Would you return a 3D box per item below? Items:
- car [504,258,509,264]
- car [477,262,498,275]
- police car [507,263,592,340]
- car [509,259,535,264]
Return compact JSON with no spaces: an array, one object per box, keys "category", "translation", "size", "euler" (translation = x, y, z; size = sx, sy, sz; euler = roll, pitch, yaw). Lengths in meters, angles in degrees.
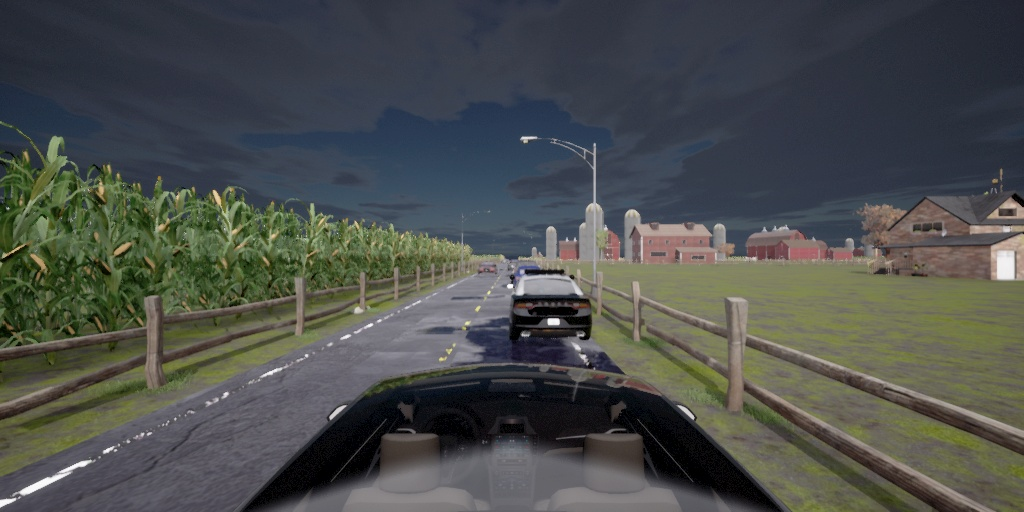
[{"category":"car","translation":[0.377,1.239,48.412],"size":[2.128,1.511,4.902],"euler":[0,0,1]},{"category":"car","translation":[-2.575,1.297,38.597],"size":[1.994,1.385,4.181],"euler":[0,0,0]},{"category":"police car","translation":[0.887,1.170,10.053],"size":[1.930,1.638,5.238],"euler":[0,0,0]},{"category":"car","translation":[1.004,1.088,25.913],"size":[2.097,1.767,4.553],"euler":[0,0,0]}]
